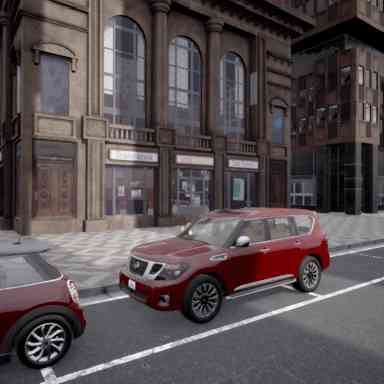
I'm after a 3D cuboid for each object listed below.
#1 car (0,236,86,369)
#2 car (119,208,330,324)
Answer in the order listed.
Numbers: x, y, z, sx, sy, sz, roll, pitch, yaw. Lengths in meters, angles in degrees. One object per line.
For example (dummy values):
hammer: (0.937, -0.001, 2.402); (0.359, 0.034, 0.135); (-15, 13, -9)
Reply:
car: (-3.579, 1.440, 4.093); (4.097, 1.590, 1.967); (0, 0, -35)
car: (0.985, 1.316, 7.341); (5.009, 1.841, 2.192); (0, 0, -35)
